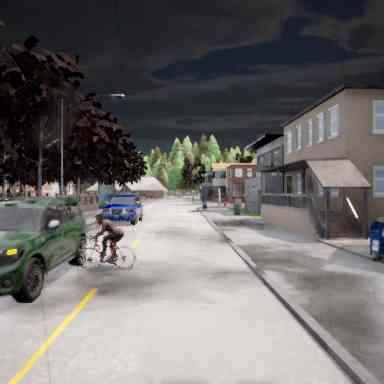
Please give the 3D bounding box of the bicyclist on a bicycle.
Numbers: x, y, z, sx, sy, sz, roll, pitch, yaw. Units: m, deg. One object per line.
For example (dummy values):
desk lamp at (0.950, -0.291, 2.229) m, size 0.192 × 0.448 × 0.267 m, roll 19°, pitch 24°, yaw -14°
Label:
bicyclist on a bicycle at (-2.460, 1.453, 9.570) m, size 1.656 × 1.620 × 0.582 m, roll -2°, pitch 0°, yaw -2°

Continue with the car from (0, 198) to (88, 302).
car at (-4.354, 1.219, 8.573) m, size 2.150 × 2.045 × 5.566 m, roll 0°, pitch 0°, yaw -2°

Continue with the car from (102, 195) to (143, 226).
car at (-4.865, 1.221, 23.979) m, size 2.150 × 2.045 × 5.566 m, roll 0°, pitch 0°, yaw -1°
